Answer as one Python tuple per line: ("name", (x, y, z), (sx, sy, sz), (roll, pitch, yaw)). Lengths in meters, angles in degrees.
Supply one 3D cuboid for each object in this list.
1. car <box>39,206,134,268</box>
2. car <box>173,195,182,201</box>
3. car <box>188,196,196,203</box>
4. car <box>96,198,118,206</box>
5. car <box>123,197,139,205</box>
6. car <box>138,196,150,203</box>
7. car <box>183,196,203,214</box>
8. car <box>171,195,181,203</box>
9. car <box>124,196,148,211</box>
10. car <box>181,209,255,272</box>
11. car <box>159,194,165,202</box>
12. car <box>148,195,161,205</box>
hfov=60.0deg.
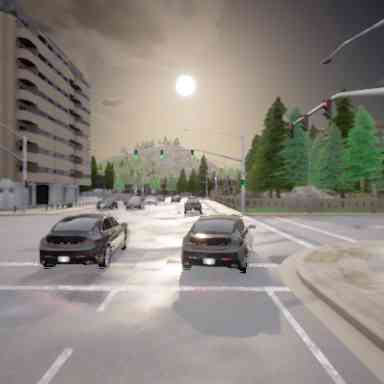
("car", (-3.404, 1.485, 11.259), (1.837, 1.490, 4.892), (0, 1, 0))
("car", (-3.493, 1.410, 80.193), (2.033, 1.411, 5.357), (0, 0, 0))
("car", (0.007, 1.532, 71.536), (1.812, 1.442, 4.674), (0, 0, 0))
("car", (-10.584, 1.498, 41.798), (2.128, 1.511, 4.902), (0, 0, 0))
("car", (-10.543, 1.572, 57.962), (1.994, 1.385, 4.181), (0, 0, 1))
("car", (-10.493, 1.535, 72.477), (1.994, 1.385, 4.181), (0, 0, 0))
("car", (0.104, 1.511, 36.084), (1.837, 1.490, 4.892), (0, 0, 0))
("car", (-3.493, 1.534, 70.602), (2.128, 1.511, 4.902), (0, 0, 0))
("car", (-7.084, 1.532, 41.794), (1.812, 1.442, 4.674), (0, 0, 0))
("car", (0.965, 1.498, 10.910), (1.837, 1.490, 4.892), (0, 1, 13))
("car", (-6.993, 1.336, 72.686), (2.097, 1.767, 4.553), (0, 0, 0))
("car", (-7.042, 1.534, 57.934), (1.812, 1.442, 4.674), (0, 0, 1))
